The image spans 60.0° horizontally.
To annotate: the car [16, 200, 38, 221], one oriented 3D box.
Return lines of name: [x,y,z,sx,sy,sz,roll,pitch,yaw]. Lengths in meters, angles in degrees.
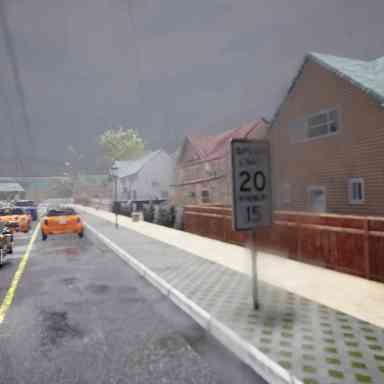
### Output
car: [-16.545,1.822,33.048,2.150,2.045,5.566,-2,0,-23]

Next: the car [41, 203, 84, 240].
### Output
car: [-7.592,1.631,19.377,2.097,1.767,4.553,-2,0,-23]

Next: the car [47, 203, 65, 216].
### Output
car: [-17.331,2.174,42.351,2.033,1.411,5.357,-2,0,-23]

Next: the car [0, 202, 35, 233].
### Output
car: [-11.925,1.786,22.062,2.097,1.767,4.553,-2,0,-23]

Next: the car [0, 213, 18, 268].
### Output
car: [-7.604,1.781,11.859,1.837,1.490,4.892,-2,0,-23]
